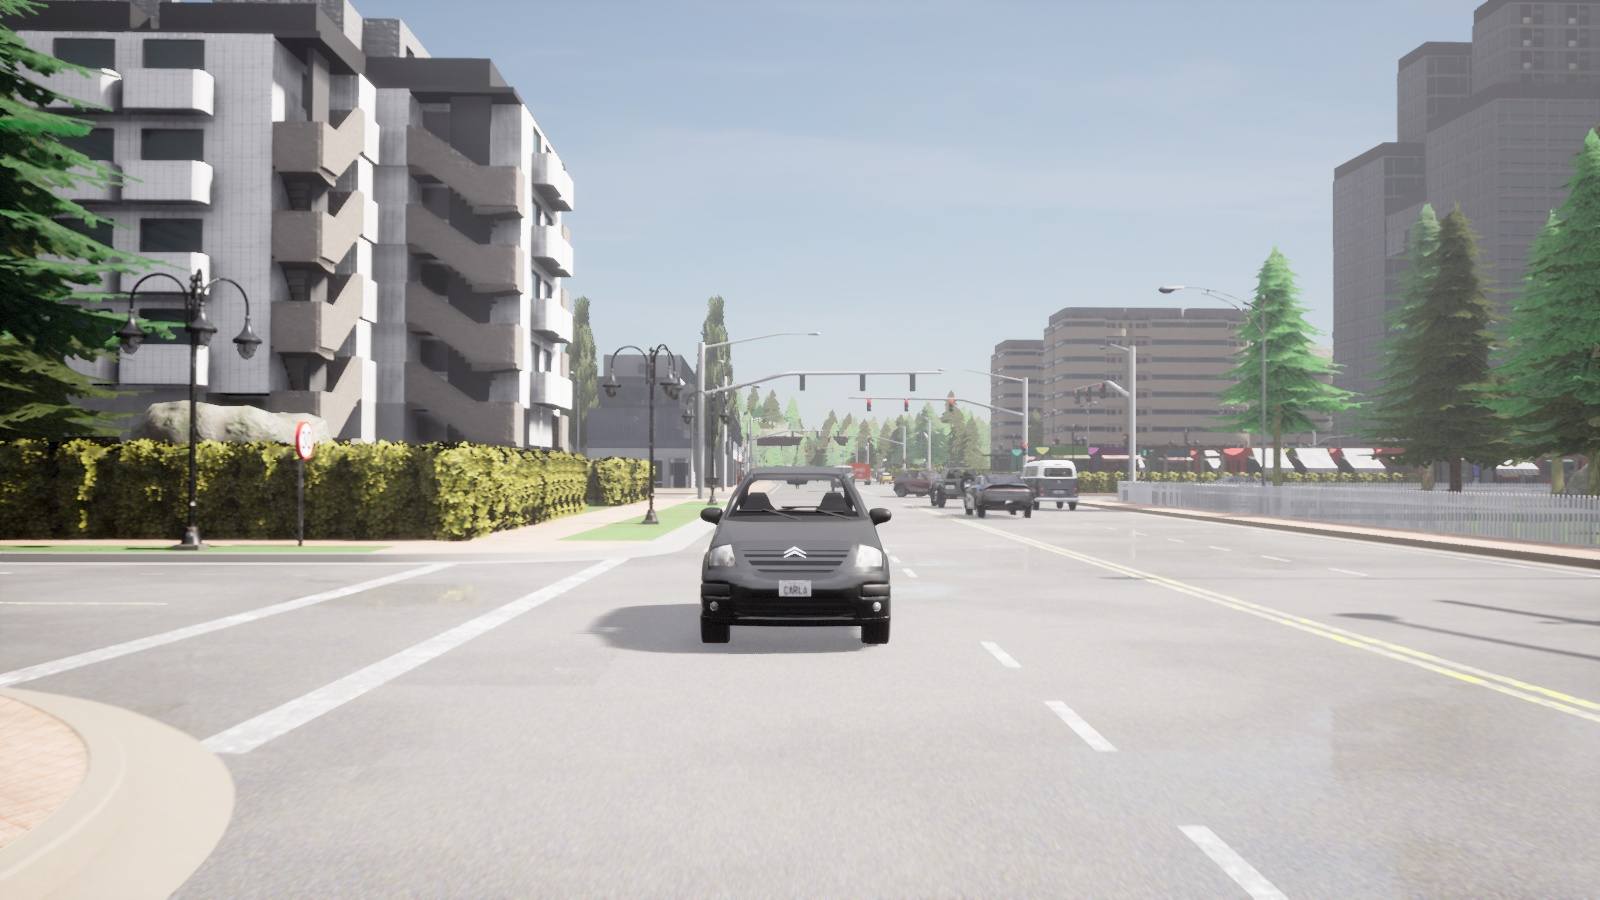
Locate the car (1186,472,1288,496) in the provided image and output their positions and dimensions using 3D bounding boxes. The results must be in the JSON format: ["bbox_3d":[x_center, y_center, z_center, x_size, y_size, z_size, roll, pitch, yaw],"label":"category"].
[{"bbox_3d":[26.213,2.020,75.437,5.357,1.411,2.033,0,-1,-1],"label":"car"}]

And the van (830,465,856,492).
[{"bbox_3d":[3.265,2.157,95.718,1.775,1.987,4.442,0,-1,0],"label":"van"}]

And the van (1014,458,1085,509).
[{"bbox_3d":[10.371,1.375,52.501,2.069,2.038,4.480,0,-1,0],"label":"van"}]

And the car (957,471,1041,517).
[{"bbox_3d":[6.892,1.479,43.947,2.128,1.511,4.902,0,-1,0],"label":"car"}]

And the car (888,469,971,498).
[{"bbox_3d":[7.740,1.978,75.504,2.033,1.649,4.856,0,-1,-41],"label":"car"}]

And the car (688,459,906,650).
[{"bbox_3d":[-0.032,0.926,12.711,1.851,1.617,3.988,0,-1,0],"label":"car"}]

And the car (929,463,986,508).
[{"bbox_3d":[6.863,1.526,55.088,1.932,1.855,4.605,0,-1,0],"label":"car"}]
